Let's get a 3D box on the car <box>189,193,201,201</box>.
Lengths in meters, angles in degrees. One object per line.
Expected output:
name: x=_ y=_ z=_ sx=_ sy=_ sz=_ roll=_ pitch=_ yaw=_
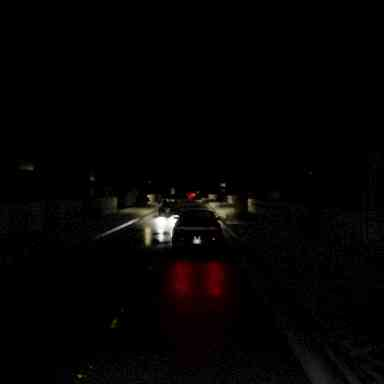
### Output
car: x=1.046 y=1.448 z=81.845 sx=1.895 sy=1.301 sz=4.718 roll=1 pitch=0 yaw=-6

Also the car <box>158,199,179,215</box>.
car: x=-2.175 y=1.477 z=32.852 sx=2.128 sy=1.511 sz=4.902 roll=1 pitch=0 yaw=1

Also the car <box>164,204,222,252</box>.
car: x=0.229 y=1.494 z=13.983 sx=2.128 sy=1.511 sz=4.902 roll=1 pitch=0 yaw=1

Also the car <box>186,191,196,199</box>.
car: x=-0.269 y=0.852 z=92.004 sx=2.150 sy=2.045 sz=5.566 roll=1 pitch=0 yaw=-13
